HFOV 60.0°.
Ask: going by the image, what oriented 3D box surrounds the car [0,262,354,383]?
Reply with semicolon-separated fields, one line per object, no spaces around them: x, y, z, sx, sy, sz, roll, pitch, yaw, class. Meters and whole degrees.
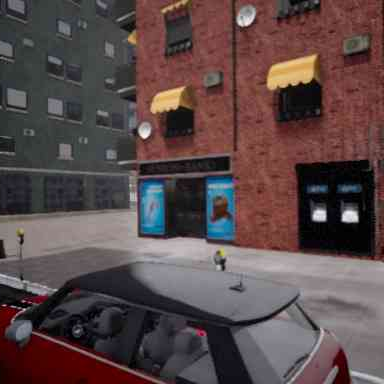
-0.674;1.465;3.355;4.097;1.590;1.967;-1;-1;35;car
